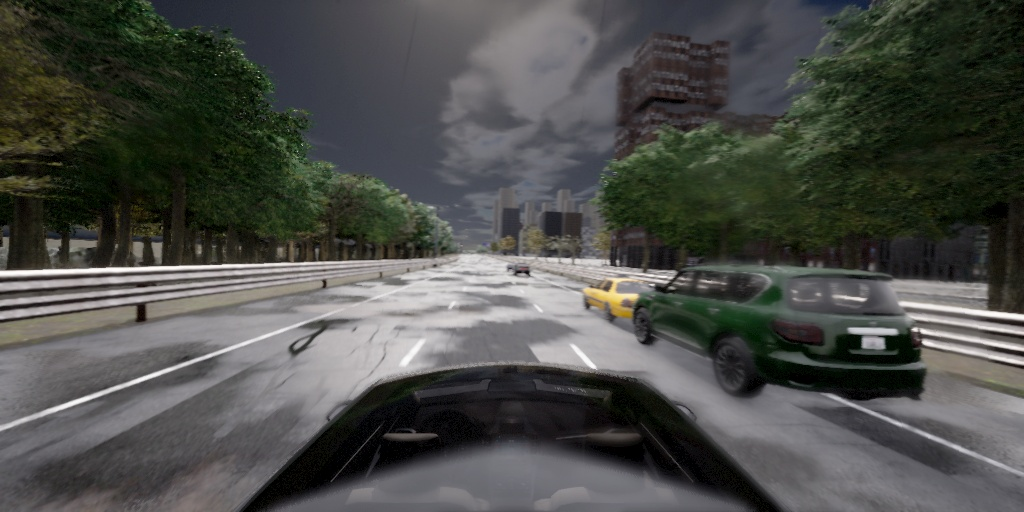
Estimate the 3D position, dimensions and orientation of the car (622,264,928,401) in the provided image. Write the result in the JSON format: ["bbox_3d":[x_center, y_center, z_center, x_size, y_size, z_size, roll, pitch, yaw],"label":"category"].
[{"bbox_3d":[4.346,1.192,7.145,2.150,2.045,5.566,2,0,-3],"label":"car"}]

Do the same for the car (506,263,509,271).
[{"bbox_3d":[0.065,1.665,54.912,1.895,1.301,4.718,2,0,-4],"label":"car"}]

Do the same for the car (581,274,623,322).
[{"bbox_3d":[3.972,1.452,13.318,1.801,1.575,5.366,2,0,-3],"label":"car"}]

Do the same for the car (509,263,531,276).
[{"bbox_3d":[1.068,1.555,42.166,1.837,1.490,4.892,2,0,-4],"label":"car"}]
